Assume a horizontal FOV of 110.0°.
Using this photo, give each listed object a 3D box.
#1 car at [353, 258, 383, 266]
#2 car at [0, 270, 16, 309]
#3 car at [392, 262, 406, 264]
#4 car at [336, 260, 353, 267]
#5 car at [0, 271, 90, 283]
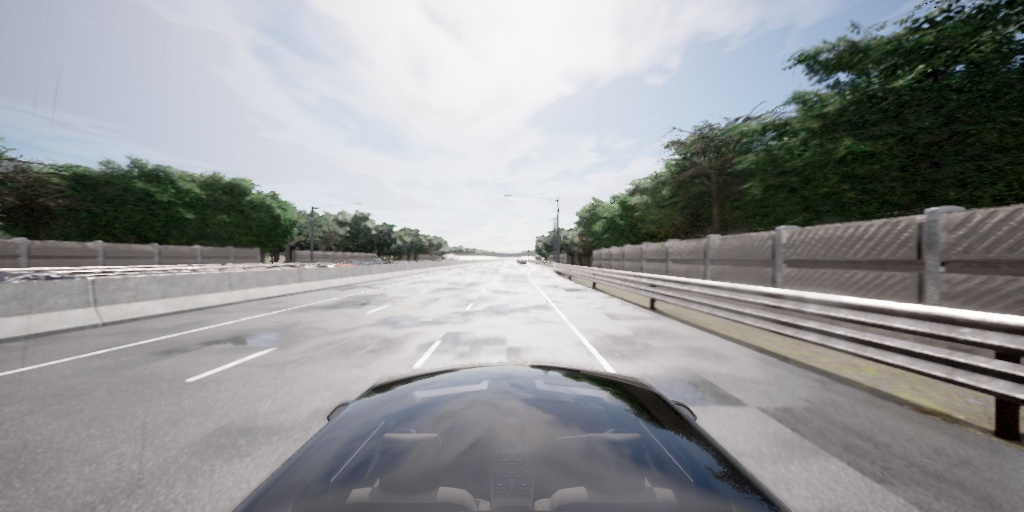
[{"bbox_3d":[-21.020,1.330,53.417,2.150,2.045,5.566,0,0,1],"label":"car"},{"bbox_3d":[-21.095,1.301,12.043,1.882,1.535,5.008,0,0,0],"label":"car"},{"bbox_3d":[-17.523,1.598,55.382,1.882,1.535,5.008,0,0,1],"label":"car"},{"bbox_3d":[-24.521,1.462,53.881,2.097,1.767,4.553,0,0,1],"label":"car"},{"bbox_3d":[-17.595,1.319,12.606,2.128,1.511,4.902,0,0,0],"label":"car"}]
